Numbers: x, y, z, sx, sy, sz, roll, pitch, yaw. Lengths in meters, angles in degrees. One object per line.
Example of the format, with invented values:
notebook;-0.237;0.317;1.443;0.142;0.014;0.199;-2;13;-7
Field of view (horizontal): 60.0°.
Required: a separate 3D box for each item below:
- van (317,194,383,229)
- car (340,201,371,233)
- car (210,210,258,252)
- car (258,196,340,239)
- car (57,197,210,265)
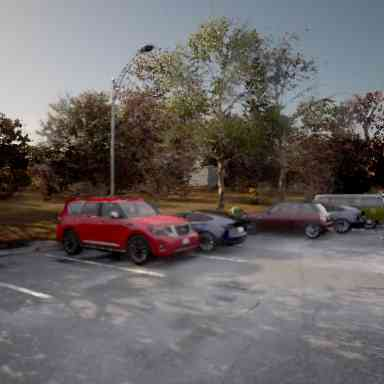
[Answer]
van;9.387;1.136;20.437;4.442;1.987;1.878;-1;0;34
car;7.070;1.408;18.678;4.792;1.488;2.163;-1;0;34
car;-0.114;1.466;13.534;4.792;1.488;2.163;-1;0;34
car;4.723;1.271;16.933;4.553;1.767;2.185;-1;0;34
car;-2.460;1.204;11.796;5.566;2.045;2.435;-1;-1;34
